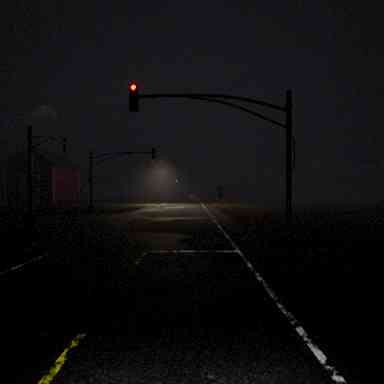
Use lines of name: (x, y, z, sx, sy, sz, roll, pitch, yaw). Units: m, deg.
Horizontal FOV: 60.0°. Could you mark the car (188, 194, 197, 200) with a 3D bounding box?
car: (0.101, 1.240, 86.558, 2.097, 1.767, 4.553, 0, 0, 0)
